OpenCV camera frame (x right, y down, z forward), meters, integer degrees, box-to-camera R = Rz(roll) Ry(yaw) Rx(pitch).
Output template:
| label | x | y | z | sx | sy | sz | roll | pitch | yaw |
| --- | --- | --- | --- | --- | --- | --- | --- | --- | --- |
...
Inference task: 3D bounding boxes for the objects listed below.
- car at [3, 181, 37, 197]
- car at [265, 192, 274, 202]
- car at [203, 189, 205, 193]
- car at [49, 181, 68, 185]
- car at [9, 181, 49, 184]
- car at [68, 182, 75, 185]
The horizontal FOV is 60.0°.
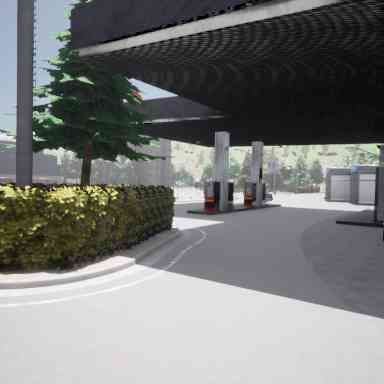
| label | x | y | z | sx | sy | sz | roll | pitch | yaw |
| --- | --- | --- | --- | --- | --- | --- | --- | --- | --- |
| car | -21.904 | -0.466 | 42.391 | 4.605 | 1.855 | 1.932 | 2 | 2 | 35 |
| car | 9.021 | 0.605 | 43.215 | 1.837 | 1.490 | 4.892 | 2 | 2 | 35 |
| car | 4.682 | -0.305 | 65.637 | 5.027 | 1.636 | 2.152 | 2 | 2 | 35 |
| car | -26.980 | -1.256 | 65.405 | 3.866 | 1.878 | 1.905 | 2 | 2 | 35 |
| car | -17.352 | -0.179 | 35.186 | 3.866 | 1.878 | 1.905 | 2 | 2 | 35 |
| car | -25.649 | -1.280 | 68.021 | 4.605 | 1.855 | 1.932 | 2 | 2 | 35 |
